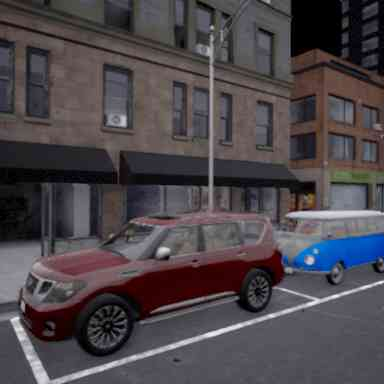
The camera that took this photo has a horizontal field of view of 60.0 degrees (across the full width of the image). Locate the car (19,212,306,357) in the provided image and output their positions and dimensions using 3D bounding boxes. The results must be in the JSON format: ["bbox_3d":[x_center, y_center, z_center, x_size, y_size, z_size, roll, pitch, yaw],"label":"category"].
[{"bbox_3d":[-0.384,1.346,6.260,5.009,1.841,2.192,1,-1,-35],"label":"car"}]

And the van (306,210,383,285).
[{"bbox_3d":[4.094,1.424,9.454,3.998,1.788,1.690,1,-1,-35],"label":"van"}]
